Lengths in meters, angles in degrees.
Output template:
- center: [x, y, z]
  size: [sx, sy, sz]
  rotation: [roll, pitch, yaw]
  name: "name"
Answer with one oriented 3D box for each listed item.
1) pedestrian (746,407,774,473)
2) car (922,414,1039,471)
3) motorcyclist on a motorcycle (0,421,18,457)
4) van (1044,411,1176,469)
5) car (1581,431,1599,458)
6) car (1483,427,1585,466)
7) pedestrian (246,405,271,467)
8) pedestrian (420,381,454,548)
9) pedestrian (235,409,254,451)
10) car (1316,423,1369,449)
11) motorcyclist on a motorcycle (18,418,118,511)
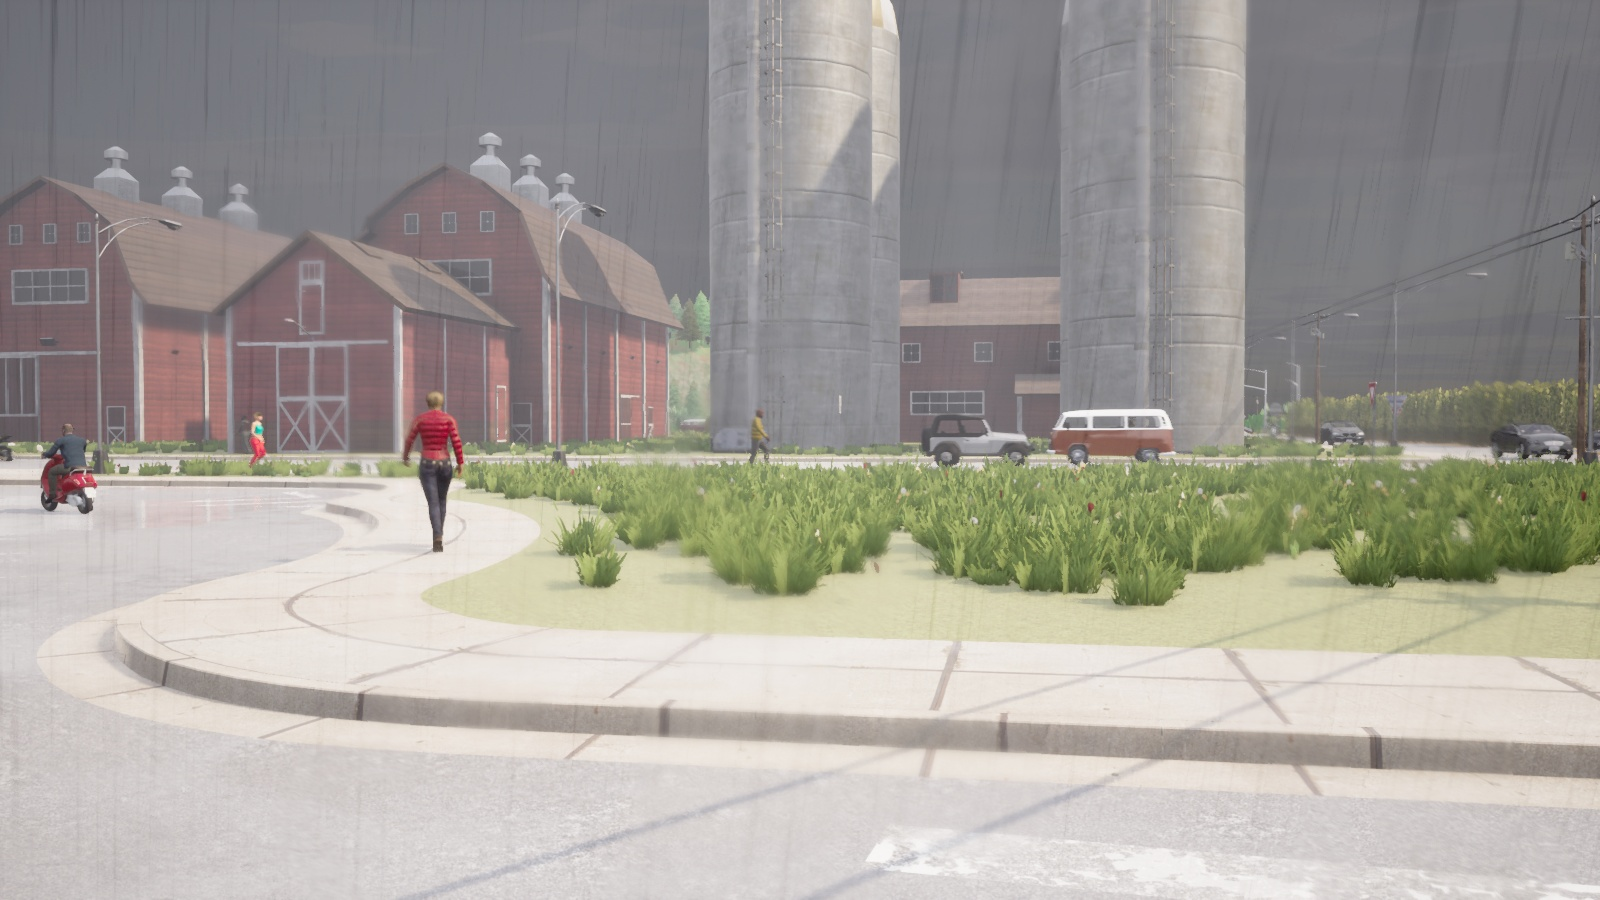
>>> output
- center: [-1.109, -0.281, 35.107]
  size: [0.726, 1.835, 0.370]
  rotation: [0, 1, 4]
  name: "pedestrian"
- center: [6.180, -0.271, 43.014]
  size: [3.866, 1.878, 1.905]
  rotation: [1, 1, 10]
  name: "car"
- center: [-34.624, -0.479, 53.507]
  size: [2.191, 1.530, 0.866]
  rotation: [1, 1, 10]
  name: "motorcyclist on a motorcycle"
- center: [11.205, -0.375, 45.708]
  size: [4.480, 2.038, 2.069]
  rotation: [1, 1, 10]
  name: "van"
- center: [43.659, -0.291, 65.772]
  size: [4.181, 1.385, 1.994]
  rotation: [0, 1, 1]
  name: "car"
- center: [30.426, -0.179, 52.238]
  size: [2.128, 1.511, 4.902]
  rotation: [1, 1, 11]
  name: "car"
- center: [-16.222, -0.417, 37.632]
  size: [0.594, 1.836, 0.345]
  rotation: [0, 1, 7]
  name: "pedestrian"
- center: [-4.111, 0.154, 14.211]
  size: [0.331, 1.846, 0.636]
  rotation: [0, 1, -19]
  name: "pedestrian"
- center: [-25.534, -0.906, 57.748]
  size: [0.666, 1.930, 0.402]
  rotation: [0, 1, 2]
  name: "pedestrian"
- center: [36.372, -0.950, 84.302]
  size: [2.242, 1.667, 4.611]
  rotation: [1, 1, 10]
  name: "car"
- center: [-13.023, 0.229, 22.324]
  size: [1.817, 1.590, 0.866]
  rotation: [1, 2, 36]
  name: "motorcyclist on a motorcycle"
